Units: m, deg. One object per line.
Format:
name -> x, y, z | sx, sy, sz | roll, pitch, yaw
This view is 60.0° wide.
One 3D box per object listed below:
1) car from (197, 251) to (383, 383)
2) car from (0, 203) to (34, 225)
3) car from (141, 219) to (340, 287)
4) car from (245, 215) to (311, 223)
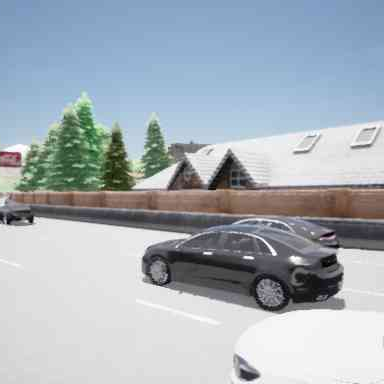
car -> 2.495, 1.528, 2.304 | 4.674, 1.442, 1.812 | 0, 0, 36
car -> -13.796, 1.656, 25.750 | 1.837, 1.490, 4.892 | 0, 0, -44
car -> 0.906, 1.536, 7.842 | 4.892, 1.490, 1.837 | 0, 0, 37
car -> 2.313, 1.533, 11.175 | 4.902, 1.511, 2.128 | 0, 0, 38
